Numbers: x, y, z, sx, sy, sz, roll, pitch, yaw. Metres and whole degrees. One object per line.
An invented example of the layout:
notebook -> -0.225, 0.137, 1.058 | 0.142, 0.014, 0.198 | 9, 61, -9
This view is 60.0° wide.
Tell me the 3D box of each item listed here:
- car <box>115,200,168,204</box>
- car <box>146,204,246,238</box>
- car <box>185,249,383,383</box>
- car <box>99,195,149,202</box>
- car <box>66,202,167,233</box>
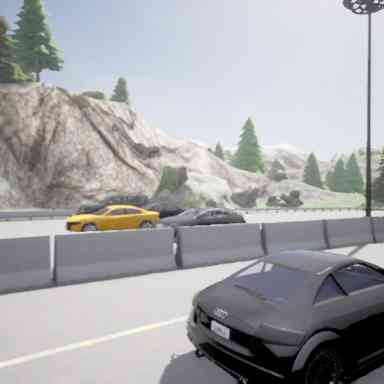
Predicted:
car -> -2.490, 1.506, 23.165 | 5.008, 1.535, 1.882 | 1, 0, -31
car -> 0.496, 1.531, 16.773 | 4.902, 1.511, 2.128 | 1, 0, -32
car -> 1.985, 1.589, 4.999 | 4.181, 1.385, 1.994 | 1, 0, -34
car -> -5.753, 1.228, 25.271 | 5.566, 2.045, 2.150 | 1, 0, -32
car -> -4.146, 1.481, 17.975 | 5.008, 1.535, 1.882 | 1, 0, -33
